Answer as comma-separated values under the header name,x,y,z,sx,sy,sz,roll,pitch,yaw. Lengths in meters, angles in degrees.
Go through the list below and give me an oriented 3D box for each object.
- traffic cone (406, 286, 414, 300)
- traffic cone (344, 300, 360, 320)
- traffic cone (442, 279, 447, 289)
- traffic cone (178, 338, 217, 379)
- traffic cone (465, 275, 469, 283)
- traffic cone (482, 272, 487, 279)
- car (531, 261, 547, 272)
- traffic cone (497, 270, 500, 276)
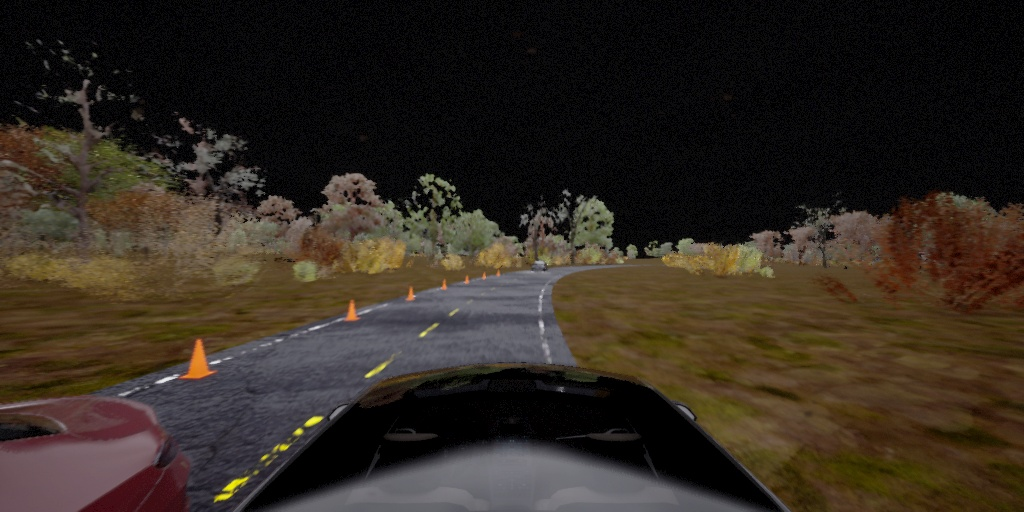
name,x,y,z,sx,sy,sz,roll,pitch,yaw
traffic cone,-4.487,1.632,15.910,0.340,0.580,0.340,0,0,5
traffic cone,-4.842,1.624,10.831,0.340,0.580,0.340,0,0,3
traffic cone,-3.962,1.643,20.973,0.340,0.580,0.340,0,0,7
traffic cone,-5.025,1.618,5.744,0.340,0.580,0.340,0,0,1
traffic cone,-3.267,1.657,26.016,0.340,0.580,0.340,0,0,9
traffic cone,-2.402,1.674,31.033,0.340,0.580,0.340,0,0,11
car,3.788,1.355,49.258,1.812,1.442,4.674,1,0,10
traffic cone,-1.369,1.694,36.017,0.340,0.580,0.340,0,0,13
